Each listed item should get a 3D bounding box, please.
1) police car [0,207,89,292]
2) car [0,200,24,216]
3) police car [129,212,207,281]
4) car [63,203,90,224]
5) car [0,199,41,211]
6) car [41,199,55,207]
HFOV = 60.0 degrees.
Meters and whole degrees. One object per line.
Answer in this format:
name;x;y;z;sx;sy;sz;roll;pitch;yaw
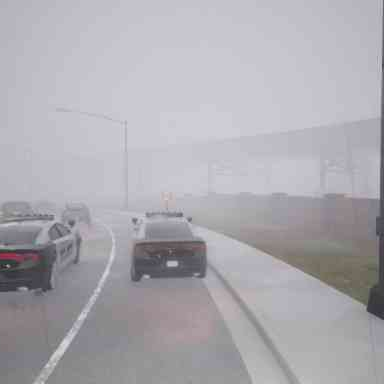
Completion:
police car;-4.292;1.433;9.006;1.930;1.638;5.238;0;0;-8
car;-19.854;1.633;36.197;1.837;1.490;4.892;0;0;-38
police car;-0.852;1.422;10.087;1.930;1.638;5.238;0;0;-9
car;-8.434;1.522;23.833;2.128;1.511;4.902;0;0;-22
car;-11.698;1.406;22.556;2.097;1.767;4.553;-1;0;-22
car;-17.663;1.569;39.030;1.882;1.535;5.008;-1;0;-39
